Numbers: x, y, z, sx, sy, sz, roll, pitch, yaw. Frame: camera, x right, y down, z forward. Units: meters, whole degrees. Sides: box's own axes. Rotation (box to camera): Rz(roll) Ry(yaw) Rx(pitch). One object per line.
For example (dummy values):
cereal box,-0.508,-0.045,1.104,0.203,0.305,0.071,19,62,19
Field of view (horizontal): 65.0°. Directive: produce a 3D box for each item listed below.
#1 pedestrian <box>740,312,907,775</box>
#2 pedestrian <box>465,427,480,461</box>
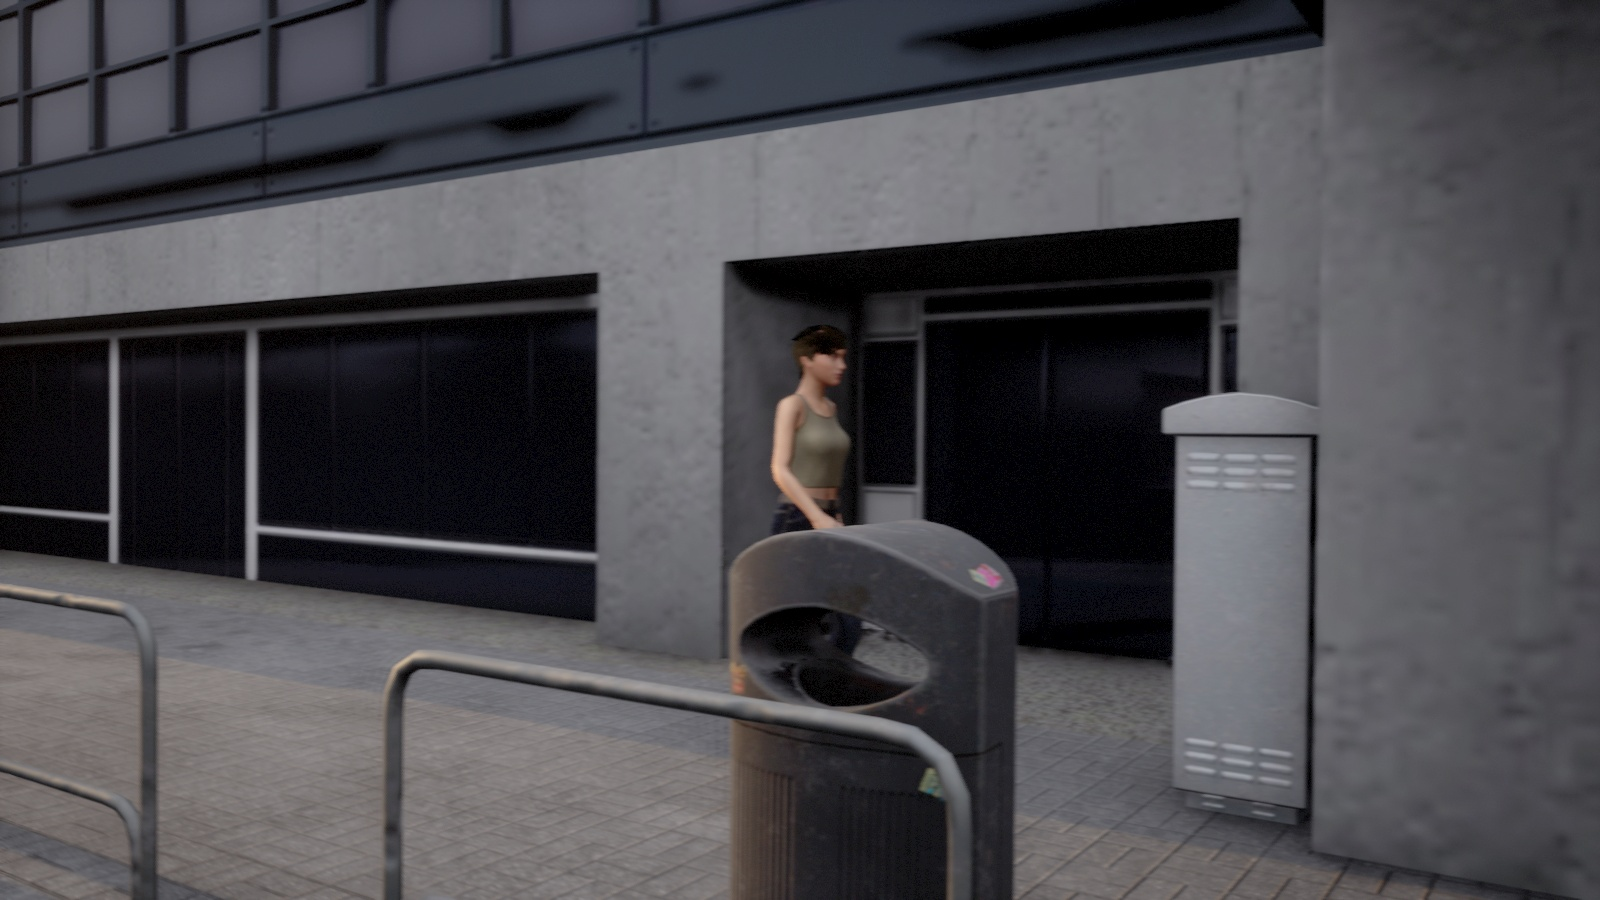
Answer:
pedestrian,0.099,0.368,5.286,0.594,1.836,0.345,0,1,35
pedestrian,-18.065,-0.340,69.259,0.376,1.854,0.720,0,1,33
